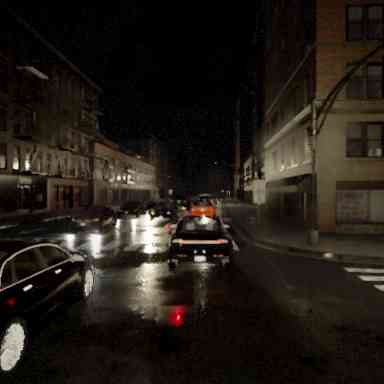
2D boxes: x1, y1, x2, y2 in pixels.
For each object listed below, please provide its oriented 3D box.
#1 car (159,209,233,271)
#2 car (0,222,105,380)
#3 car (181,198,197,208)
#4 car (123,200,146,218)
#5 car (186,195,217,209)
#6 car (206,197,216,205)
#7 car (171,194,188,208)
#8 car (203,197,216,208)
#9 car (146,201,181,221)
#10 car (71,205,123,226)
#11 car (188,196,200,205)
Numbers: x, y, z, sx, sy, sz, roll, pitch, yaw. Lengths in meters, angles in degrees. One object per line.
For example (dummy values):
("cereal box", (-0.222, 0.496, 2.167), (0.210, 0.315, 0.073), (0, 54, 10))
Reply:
("car", (0.262, 1.525, 11.028), (2.128, 1.511, 4.902), (0, 0, 1))
("car", (-3.080, 1.521, 5.465), (1.837, 1.490, 4.892), (0, 0, 1))
("car", (-0.466, 1.648, 52.882), (2.033, 1.411, 5.357), (0, 0, 5))
("car", (-5.544, 1.575, 31.319), (1.837, 1.490, 4.892), (0, 0, 4))
("car", (0.947, 1.423, 27.880), (2.097, 1.767, 4.553), (0, 0, 4))
("car", (3.624, 1.639, 62.159), (1.812, 1.442, 4.674), (0, 0, 5))
("car", (-1.356, 1.309, 42.862), (2.150, 2.045, 5.566), (0, 0, 5))
("car", (2.747, 1.580, 52.329), (1.882, 1.535, 5.008), (0, 0, 5))
("car", (-2.318, 1.668, 27.953), (1.895, 1.301, 4.718), (0, 0, 3))
("car", (-6.094, 1.578, 21.236), (1.812, 1.442, 4.674), (0, 0, 3))
("car", (0.387, 1.615, 62.448), (1.837, 1.490, 4.892), (0, 0, 5))
